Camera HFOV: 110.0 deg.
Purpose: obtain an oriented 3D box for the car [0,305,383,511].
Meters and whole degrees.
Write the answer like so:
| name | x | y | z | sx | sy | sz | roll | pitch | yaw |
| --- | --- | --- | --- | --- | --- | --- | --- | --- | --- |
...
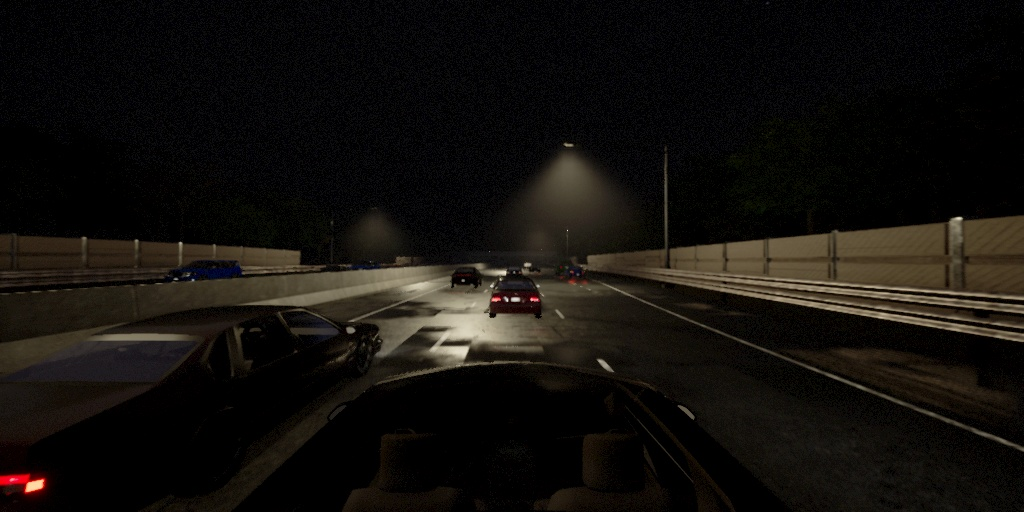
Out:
| name | x | y | z | sx | sy | sz | roll | pitch | yaw |
| --- | --- | --- | --- | --- | --- | --- | --- | --- | --- |
| car | -3.397 | 1.333 | 4.447 | 2.033 | 1.411 | 5.357 | 0 | -1 | 0 |

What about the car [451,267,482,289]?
| name | x | y | z | sx | sy | sz | roll | pitch | yaw |
| --- | --- | --- | --- | --- | --- | --- | --- | --- | --- |
| car | -3.326 | 1.566 | 26.991 | 1.882 | 1.535 | 5.008 | 0 | -1 | 0 |

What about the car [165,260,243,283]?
| name | x | y | z | sx | sy | sz | roll | pitch | yaw |
| --- | --- | --- | --- | --- | --- | --- | --- | --- | --- |
| car | -23.772 | 1.321 | 27.985 | 2.150 | 2.045 | 5.566 | 0 | -1 | -3 |

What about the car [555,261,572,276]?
| name | x | y | z | sx | sy | sz | roll | pitch | yaw |
| --- | --- | --- | --- | --- | --- | --- | --- | --- | --- |
| car | 7.259 | 1.662 | 50.168 | 2.150 | 2.045 | 5.566 | 0 | -1 | 1 |

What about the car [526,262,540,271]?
| name | x | y | z | sx | sy | sz | roll | pitch | yaw |
| --- | --- | --- | --- | --- | --- | --- | --- | --- | --- |
| car | 3.898 | 2.244 | 63.067 | 1.895 | 1.301 | 4.718 | 0 | -1 | 1 |

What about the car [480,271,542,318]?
| name | x | y | z | sx | sy | sz | roll | pitch | yaw |
| --- | --- | --- | --- | --- | --- | --- | --- | --- | --- |
| car | 0.119 | 1.457 | 13.826 | 2.033 | 1.411 | 5.357 | 0 | -1 | 0 |

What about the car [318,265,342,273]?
| name | x | y | z | sx | sy | sz | roll | pitch | yaw |
| --- | --- | --- | --- | --- | --- | --- | --- | --- | --- |
| car | -20.903 | 1.813 | 42.186 | 1.837 | 1.490 | 4.892 | 0 | -1 | 1 |

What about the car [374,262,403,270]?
| name | x | y | z | sx | sy | sz | roll | pitch | yaw |
| --- | --- | --- | --- | --- | --- | --- | --- | --- | --- |
| car | -13.910 | 1.782 | 41.870 | 1.882 | 1.535 | 5.008 | 0 | -1 | 1 |

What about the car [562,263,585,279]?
| name | x | y | z | sx | sy | sz | roll | pitch | yaw |
| --- | --- | --- | --- | --- | --- | --- | --- | --- | --- |
| car | 7.028 | 1.807 | 40.059 | 1.812 | 1.442 | 4.674 | 0 | -1 | 2 |

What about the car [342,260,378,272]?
| name | x | y | z | sx | sy | sz | roll | pitch | yaw |
| --- | --- | --- | --- | --- | --- | --- | --- | --- | --- |
| car | -17.404 | 1.536 | 42.444 | 2.150 | 2.045 | 5.566 | 0 | -1 | 1 |

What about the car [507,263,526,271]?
| name | x | y | z | sx | sy | sz | roll | pitch | yaw |
| --- | --- | --- | --- | --- | --- | --- | --- | --- | --- |
| car | 0.268 | 1.839 | 40.865 | 2.033 | 1.411 | 5.357 | 0 | -1 | 1 |
